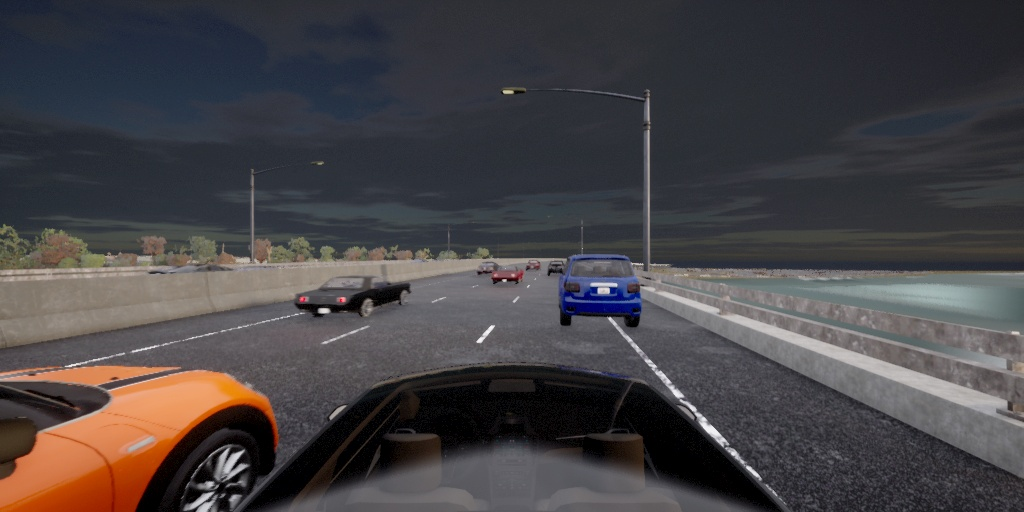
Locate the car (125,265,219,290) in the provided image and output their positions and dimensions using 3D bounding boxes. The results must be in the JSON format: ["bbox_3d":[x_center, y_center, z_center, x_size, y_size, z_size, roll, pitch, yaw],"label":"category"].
[{"bbox_3d":[-21.964,1.320,23.437,1.994,1.385,4.181,0,0,7],"label":"car"}]

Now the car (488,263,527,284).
[{"bbox_3d":[-0.213,1.361,26.670,1.895,1.301,4.718,0,0,7],"label":"car"}]

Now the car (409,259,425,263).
[{"bbox_3d":[-16.603,1.290,63.068,1.882,1.535,5.008,0,0,9],"label":"car"}]

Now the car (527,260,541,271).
[{"bbox_3d":[3.114,1.315,51.539,1.812,1.442,4.674,0,0,8],"label":"car"}]

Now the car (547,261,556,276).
[{"bbox_3d":[4.774,1.272,38.062,1.837,1.490,4.892,0,-1,8],"label":"car"}]

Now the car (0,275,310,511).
[{"bbox_3d":[-3.220,1.101,1.230,2.097,1.767,4.553,0,0,6],"label":"car"}]

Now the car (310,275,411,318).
[{"bbox_3d":[-5.401,1.352,13.021,1.895,1.301,4.718,0,0,7],"label":"car"}]

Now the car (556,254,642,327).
[{"bbox_3d":[2.626,0.975,11.710,2.150,2.045,5.566,0,0,7],"label":"car"}]

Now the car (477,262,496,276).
[{"bbox_3d":[-2.324,1.317,37.670,2.033,1.411,5.357,0,0,8],"label":"car"}]

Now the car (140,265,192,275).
[{"bbox_3d":[-18.718,1.260,21.163,1.837,1.490,4.892,0,0,7],"label":"car"}]

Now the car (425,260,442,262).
[{"bbox_3d":[-13.098,1.375,62.885,1.994,1.385,4.181,0,0,9],"label":"car"}]

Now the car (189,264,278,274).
[{"bbox_3d":[-15.210,1.303,21.061,2.033,1.411,5.357,0,0,7],"label":"car"}]
